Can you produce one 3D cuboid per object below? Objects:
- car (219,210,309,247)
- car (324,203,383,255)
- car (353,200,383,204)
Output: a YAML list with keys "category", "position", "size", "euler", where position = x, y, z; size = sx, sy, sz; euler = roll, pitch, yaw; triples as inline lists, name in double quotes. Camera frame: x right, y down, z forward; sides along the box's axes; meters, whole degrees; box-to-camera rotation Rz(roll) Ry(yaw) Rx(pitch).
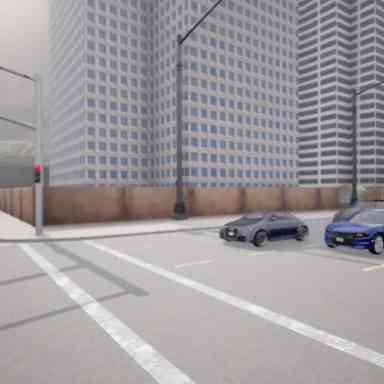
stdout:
- category: "car"
  position: [3.252, 1.511, 14.726]
  size: [4.181, 1.385, 1.994]
  euler: [0, 0, -34]
- category: "car"
  position: [7.334, 1.414, 13.272]
  size: [5.008, 1.535, 1.882]
  euler: [0, 0, -34]
- category: "car"
  position: [10.333, 1.260, 19.536]
  size: [4.553, 1.767, 2.097]
  euler: [0, 0, -34]
